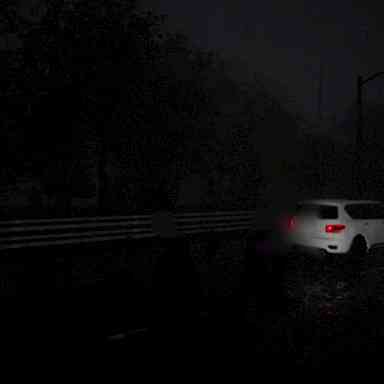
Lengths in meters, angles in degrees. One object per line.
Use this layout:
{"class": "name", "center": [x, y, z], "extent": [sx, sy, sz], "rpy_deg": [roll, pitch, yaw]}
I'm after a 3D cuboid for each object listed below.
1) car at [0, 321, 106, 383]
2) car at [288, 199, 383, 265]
{"class": "car", "center": [-2.875, 1.486, 1.666], "extent": [4.902, 1.511, 2.128], "rpy_deg": [0, 0, -36]}
{"class": "car", "center": [5.926, 1.276, 12.181], "extent": [5.566, 2.045, 2.150], "rpy_deg": [0, 0, -35]}
